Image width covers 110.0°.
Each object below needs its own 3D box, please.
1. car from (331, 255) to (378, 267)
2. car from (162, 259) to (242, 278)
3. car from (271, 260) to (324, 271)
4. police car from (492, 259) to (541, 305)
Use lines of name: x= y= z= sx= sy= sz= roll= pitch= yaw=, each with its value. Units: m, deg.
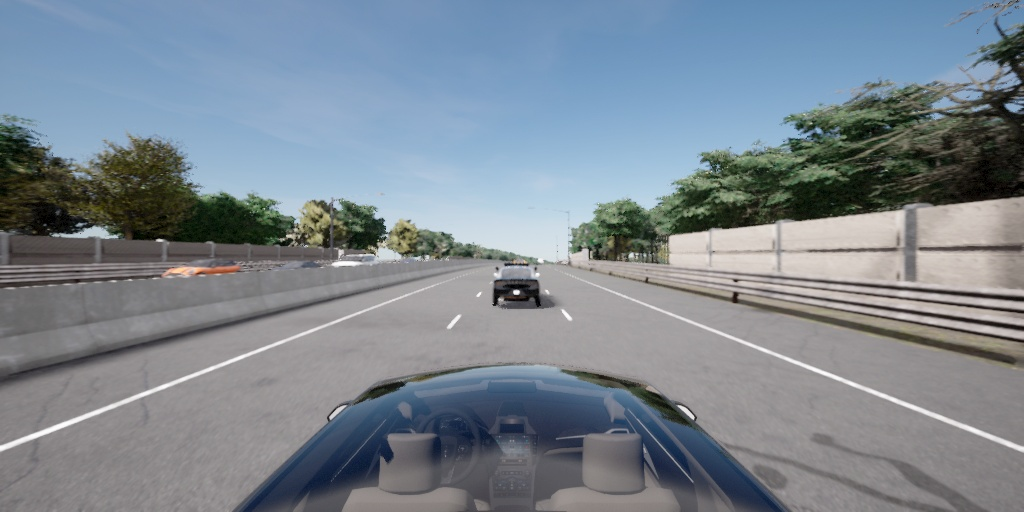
car: x=-13.690 y=0.882 z=31.448 sx=2.150 sy=2.045 sz=5.566 roll=0 pitch=0 yaw=2
car: x=-20.858 y=1.009 z=24.391 sx=2.097 sy=1.767 sz=4.553 roll=0 pitch=0 yaw=1
car: x=-17.252 y=1.134 z=29.084 sx=1.882 sy=1.535 sz=5.008 roll=0 pitch=0 yaw=2
police car: x=0.196 y=1.105 z=15.624 sx=1.930 sy=1.638 sz=5.238 roll=0 pitch=0 yaw=1
